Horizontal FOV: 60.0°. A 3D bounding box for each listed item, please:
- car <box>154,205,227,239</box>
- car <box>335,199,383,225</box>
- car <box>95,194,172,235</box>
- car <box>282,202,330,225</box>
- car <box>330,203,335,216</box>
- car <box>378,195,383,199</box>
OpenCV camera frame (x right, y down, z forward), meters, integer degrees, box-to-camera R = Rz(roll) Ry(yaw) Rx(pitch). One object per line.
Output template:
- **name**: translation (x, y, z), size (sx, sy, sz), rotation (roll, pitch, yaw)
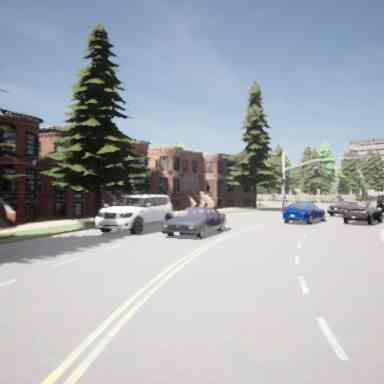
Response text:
- **car**: translation (0.339, 1.507, 17.607), size (2.033, 1.411, 5.357), rotation (1, 0, 23)
- **car**: translation (12.543, 1.537, 24.360), size (2.128, 1.511, 4.902), rotation (1, 0, 41)
- **car**: translation (-2.978, 1.156, 18.712), size (2.150, 2.045, 5.566), rotation (0, 0, 23)
- **car**: translation (8.369, 1.487, 24.680), size (1.882, 1.535, 5.008), rotation (1, 0, 38)
- **car**: translation (14.695, 1.592, 31.877), size (2.033, 1.411, 5.357), rotation (1, 0, 44)
- **car**: translation (19.111, 1.304, 31.434), size (2.150, 2.045, 5.566), rotation (1, 0, 44)
